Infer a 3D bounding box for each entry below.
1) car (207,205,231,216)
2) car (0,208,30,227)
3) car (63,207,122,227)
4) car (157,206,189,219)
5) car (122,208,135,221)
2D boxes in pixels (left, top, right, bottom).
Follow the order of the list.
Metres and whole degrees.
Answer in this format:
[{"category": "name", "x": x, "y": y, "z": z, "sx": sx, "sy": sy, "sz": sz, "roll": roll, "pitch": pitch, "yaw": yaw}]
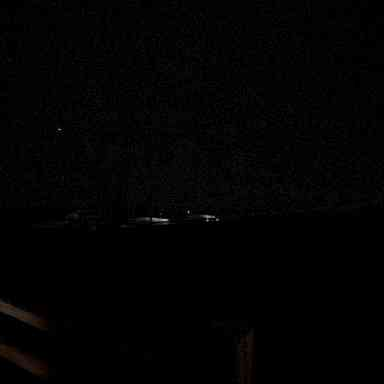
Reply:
[{"category": "car", "x": 4.253, "y": 2.810, "z": 50.666, "sx": 1.837, "sy": 1.490, "sz": 4.892, "roll": 3, "pitch": 1, "yaw": 36}, {"category": "car", "x": -14.315, "y": 1.913, "z": 24.756, "sx": 1.994, "sy": 1.385, "sz": 4.181, "roll": 3, "pitch": 0, "yaw": 34}, {"category": "car", "x": -8.490, "y": 2.197, "z": 27.959, "sx": 1.812, "sy": 1.442, "sz": 4.674, "roll": 3, "pitch": 0, "yaw": 36}, {"category": "car", "x": -2.289, "y": 2.490, "z": 41.631, "sx": 1.837, "sy": 1.490, "sz": 4.892, "roll": 3, "pitch": 0, "yaw": 36}, {"category": "car", "x": -8.164, "y": 2.225, "z": 33.465, "sx": 2.033, "sy": 1.411, "sz": 5.357, "roll": 3, "pitch": 0, "yaw": 36}]
